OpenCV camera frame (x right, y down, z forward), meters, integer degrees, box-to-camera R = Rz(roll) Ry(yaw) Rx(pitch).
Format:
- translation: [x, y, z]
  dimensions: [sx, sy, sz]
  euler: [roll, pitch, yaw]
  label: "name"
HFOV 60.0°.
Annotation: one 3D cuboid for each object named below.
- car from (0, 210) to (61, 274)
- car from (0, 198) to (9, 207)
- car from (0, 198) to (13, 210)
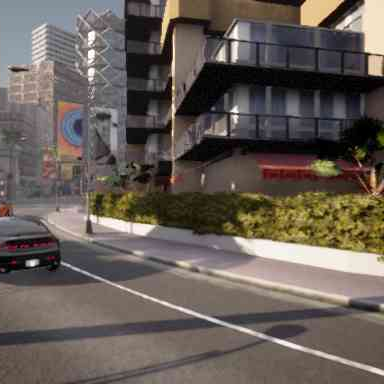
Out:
- translation: [-5.529, 1.505, 10.030]
  dimensions: [1.837, 1.490, 4.892]
  euler: [0, 0, -41]
  label: "car"
- translation: [-29.331, 1.575, 49.871]
  dimensions: [1.895, 1.301, 4.718]
  euler: [1, 0, -10]
  label: "car"
- translation: [-16.470, 1.339, 28.083]
  dimensions: [2.097, 1.767, 4.553]
  euler: [1, 0, -23]
  label: "car"
